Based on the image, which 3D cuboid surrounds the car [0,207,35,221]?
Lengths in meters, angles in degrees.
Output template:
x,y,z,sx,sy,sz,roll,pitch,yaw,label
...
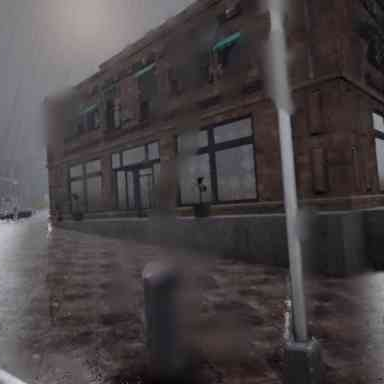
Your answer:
x,y,z,sx,sy,sz,roll,pitch,yaw,label
-16.483,2.005,30.858,1.895,1.301,4.718,-4,1,2,car
